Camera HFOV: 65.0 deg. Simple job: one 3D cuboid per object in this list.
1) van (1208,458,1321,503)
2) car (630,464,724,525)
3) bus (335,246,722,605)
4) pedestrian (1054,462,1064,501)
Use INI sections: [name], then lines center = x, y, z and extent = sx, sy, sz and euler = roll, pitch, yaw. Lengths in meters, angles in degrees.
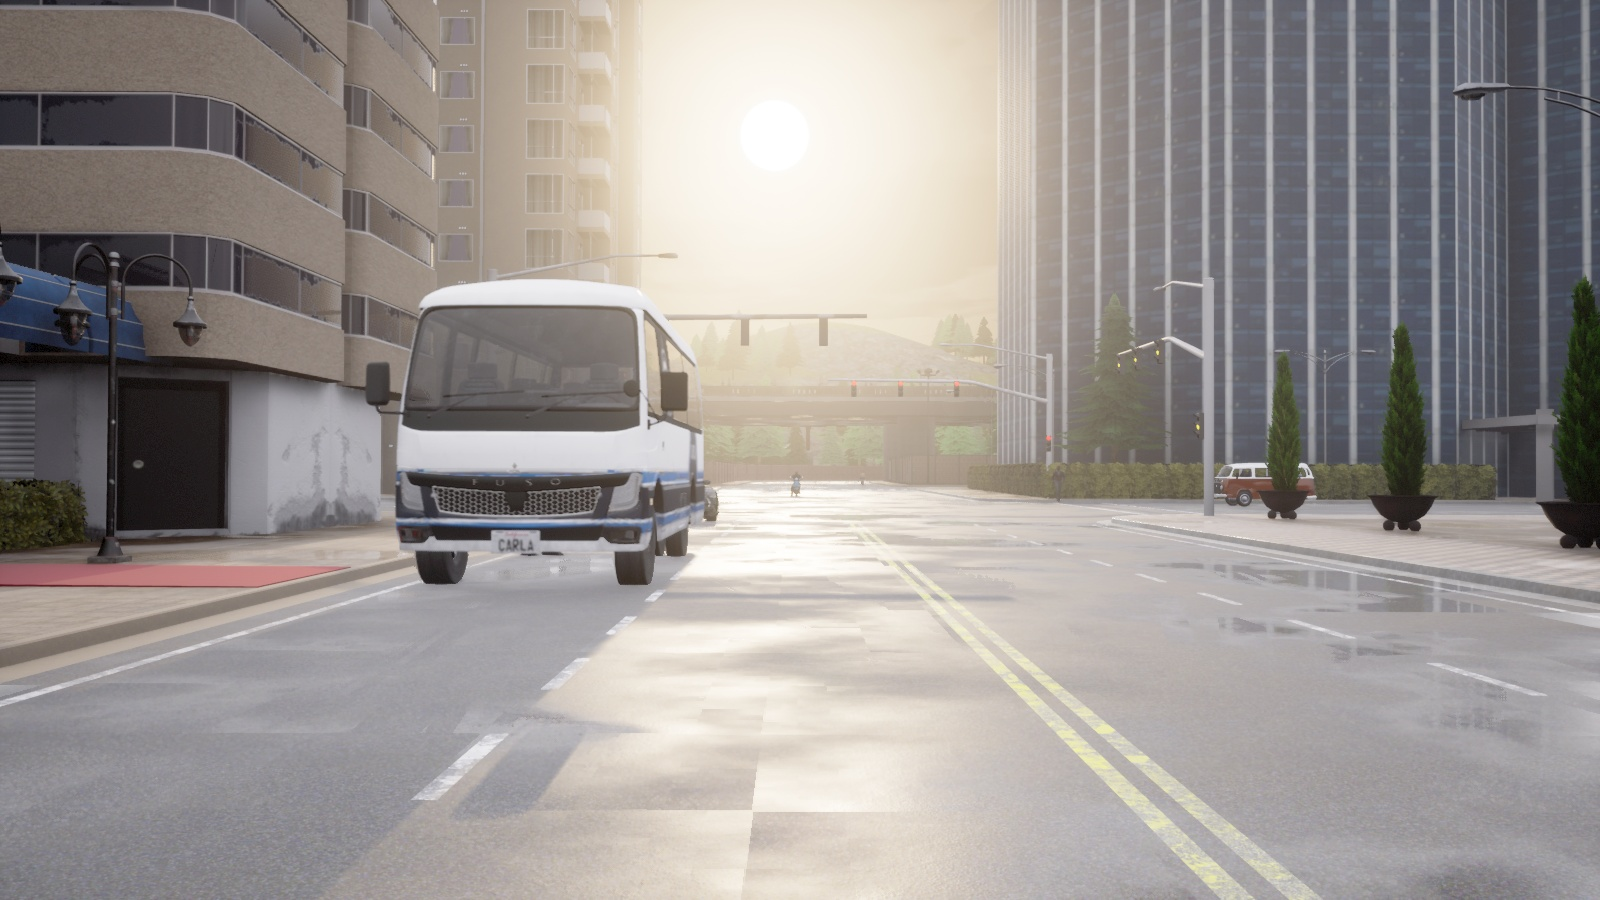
[van]
center = 21.638, 1.433, 58.627
extent = 4.480, 2.038, 2.069
euler = 0, -1, -1
[car]
center = -3.896, 1.342, 39.024
extent = 2.097, 1.767, 4.553
euler = 0, -1, -16
[bus]
center = -3.547, -0.212, 20.056
extent = 3.944, 4.253, 10.273
euler = 0, -1, 0
[pedestrian]
center = 12.875, 1.548, 62.445
extent = 0.402, 1.930, 0.666
euler = 0, -1, 2
